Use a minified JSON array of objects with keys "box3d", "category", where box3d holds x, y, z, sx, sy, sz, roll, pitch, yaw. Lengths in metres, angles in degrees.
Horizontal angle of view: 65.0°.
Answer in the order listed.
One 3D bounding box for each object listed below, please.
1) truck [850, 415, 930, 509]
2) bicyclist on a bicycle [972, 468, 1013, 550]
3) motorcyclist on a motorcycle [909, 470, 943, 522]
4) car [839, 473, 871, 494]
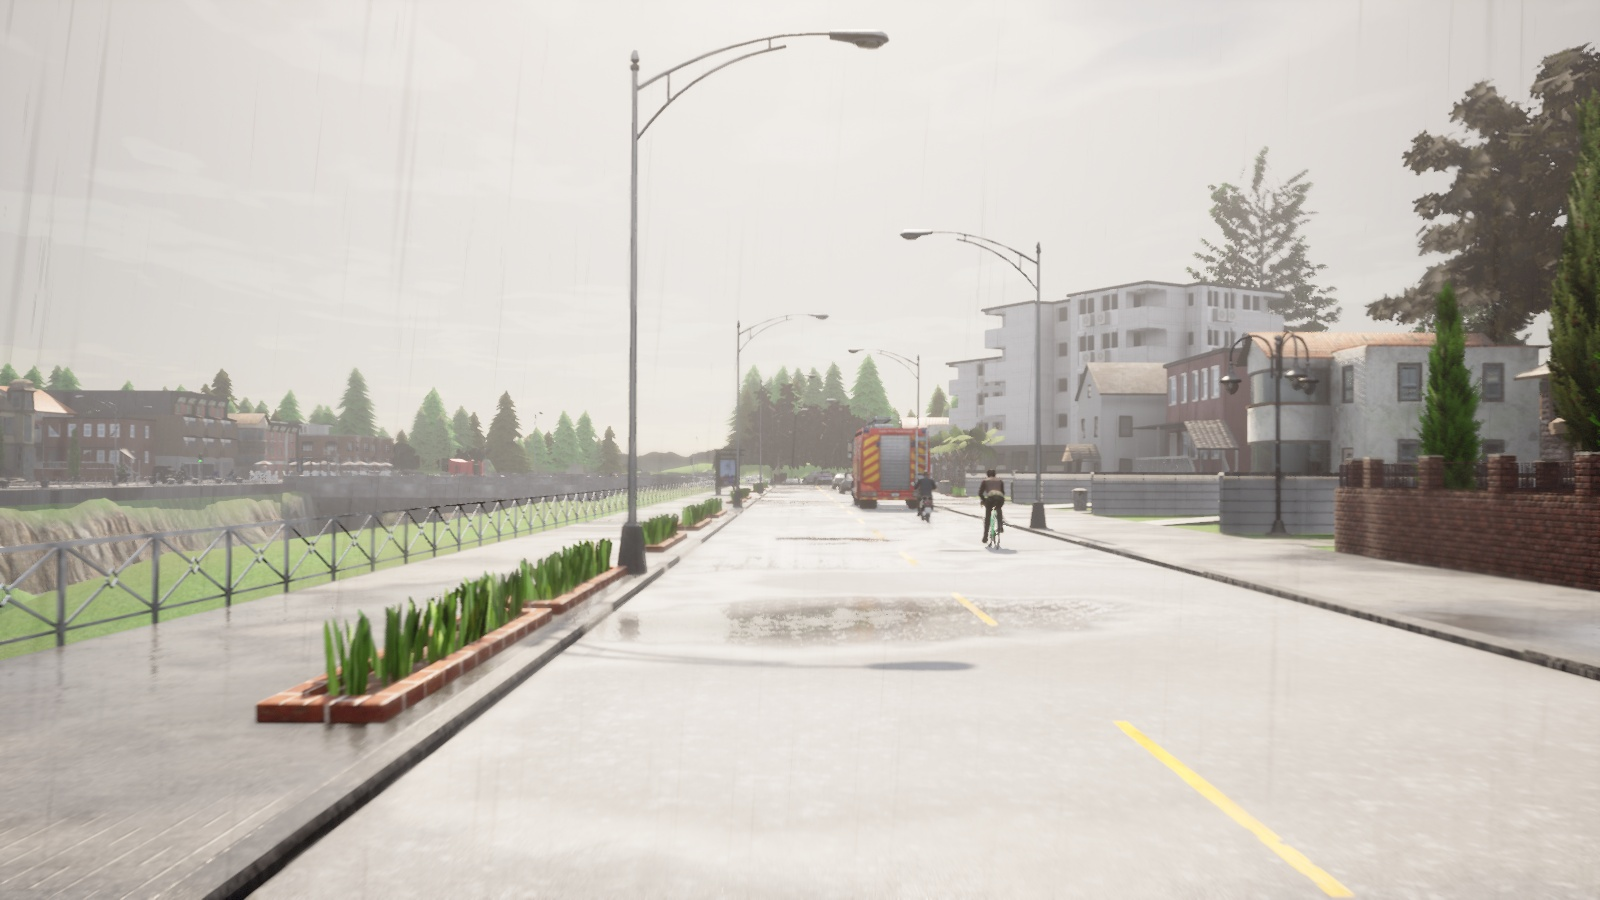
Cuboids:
[{"box3d":[3.865,0.565,55.597,2.891,3.827,8.468,0,-1,0],"category":"truck"},{"box3d":[3.940,1.183,25.782,0.582,1.620,1.656,0,-1,0],"category":"bicyclist on a bicycle"},{"box3d":[3.908,1.408,39.188,0.866,1.590,1.817,0,-1,0],"category":"motorcyclist on a motorcycle"},{"box3d":[3.795,2.325,87.306,1.994,1.385,4.181,0,-1,0],"category":"car"}]
